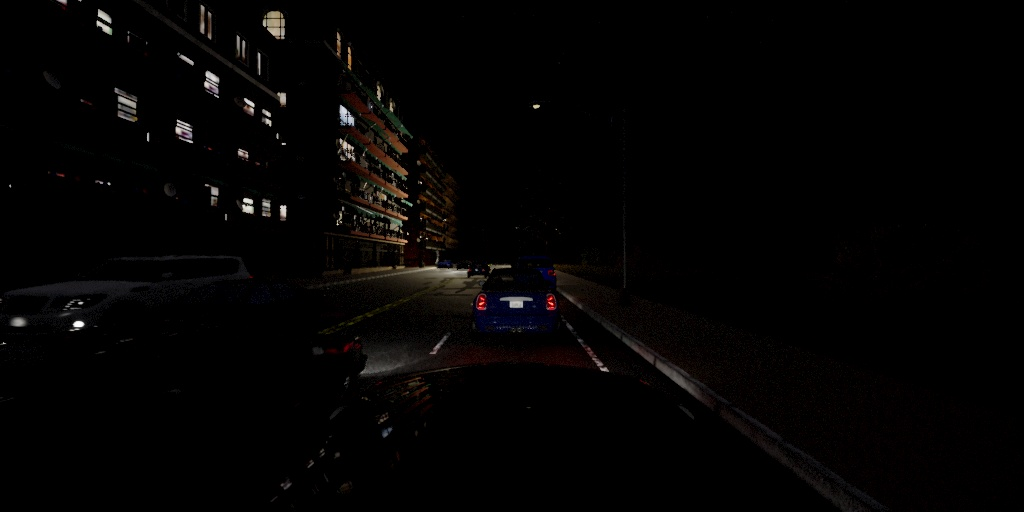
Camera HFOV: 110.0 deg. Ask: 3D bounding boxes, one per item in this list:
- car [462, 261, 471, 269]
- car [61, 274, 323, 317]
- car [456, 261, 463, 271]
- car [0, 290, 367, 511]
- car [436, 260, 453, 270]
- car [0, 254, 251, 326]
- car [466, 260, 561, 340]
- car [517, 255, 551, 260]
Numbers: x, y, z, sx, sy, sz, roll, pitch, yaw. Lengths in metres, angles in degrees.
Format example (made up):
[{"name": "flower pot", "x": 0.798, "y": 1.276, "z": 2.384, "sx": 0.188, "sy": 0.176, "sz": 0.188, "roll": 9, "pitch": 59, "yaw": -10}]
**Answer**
[{"name": "car", "x": -3.153, "y": 1.300, "z": 34.393, "sx": 2.033, "sy": 1.411, "sz": 5.357, "roll": 0, "pitch": 0, "yaw": 0}, {"name": "car", "x": -6.601, "y": 1.298, "z": 8.763, "sx": 2.033, "sy": 1.411, "sz": 5.357, "roll": 0, "pitch": 0, "yaw": 0}, {"name": "car", "x": -6.598, "y": 1.352, "z": 49.855, "sx": 1.895, "sy": 1.301, "sz": 4.718, "roll": 0, "pitch": 0, "yaw": 0}, {"name": "car", "x": -3.154, "y": 1.297, "z": 3.081, "sx": 2.033, "sy": 1.411, "sz": 5.357, "roll": 0, "pitch": 0, "yaw": 0}, {"name": "car", "x": -9.843, "y": 1.276, "z": 53.140, "sx": 1.812, "sy": 1.442, "sz": 4.674, "roll": 0, "pitch": 0, "yaw": 0}, {"name": "car", "x": -9.852, "y": 0.973, "z": 9.917, "sx": 2.150, "sy": 2.045, "sz": 5.566, "roll": 0, "pitch": 0, "yaw": 0}, {"name": "car", "x": 0.097, "y": 1.103, "z": 10.161, "sx": 2.097, "sy": 1.767, "sz": 4.553, "roll": 0, "pitch": 0, "yaw": 0}, {"name": "car", "x": 1.136, "y": 0.977, "z": 19.736, "sx": 2.150, "sy": 2.045, "sz": 5.566, "roll": 0, "pitch": 0, "yaw": 0}]
